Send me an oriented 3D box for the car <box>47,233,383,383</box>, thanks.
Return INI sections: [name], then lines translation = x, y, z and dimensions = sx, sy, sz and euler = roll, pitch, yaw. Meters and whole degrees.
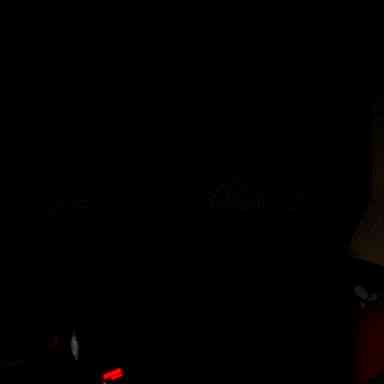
[car]
translation = 0.838, 1.284, 3.885
dimensions = 4.553, 1.767, 2.097
euler = -1, 1, -31
